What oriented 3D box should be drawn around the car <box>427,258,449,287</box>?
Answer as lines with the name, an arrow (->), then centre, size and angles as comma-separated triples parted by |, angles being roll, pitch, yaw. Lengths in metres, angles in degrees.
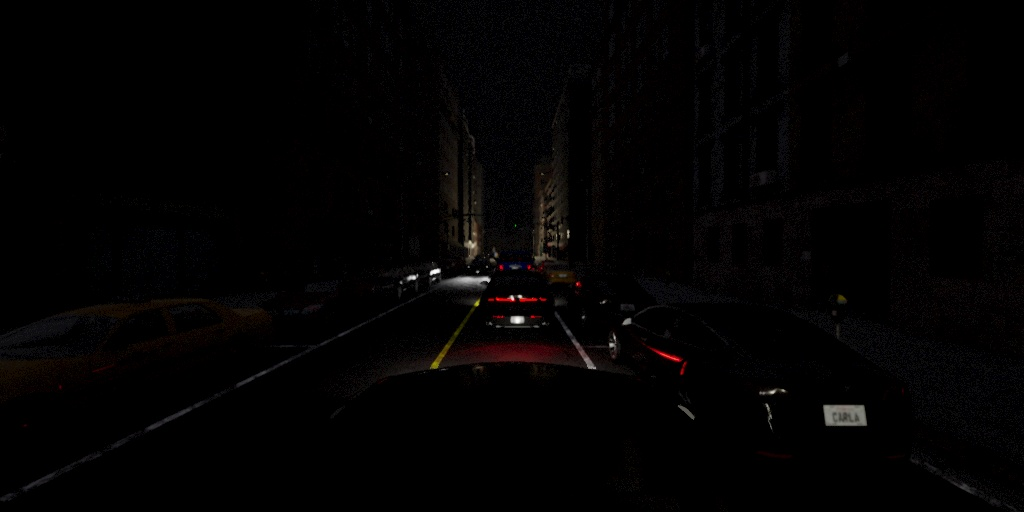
car -> -5.316, 0.993, 21.208 | 2.007, 1.370, 4.403 | 0, 0, 0

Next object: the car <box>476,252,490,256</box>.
car -> -5.175, 0.392, 58.492 | 2.007, 1.370, 4.403 | 0, 0, 0

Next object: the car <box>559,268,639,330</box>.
car -> 2.668, 1.182, 10.344 | 1.948, 1.339, 4.313 | 0, 0, 0

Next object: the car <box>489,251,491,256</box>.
car -> -5.155, 0.298, 63.946 | 1.888, 1.381, 4.507 | 0, 0, 0

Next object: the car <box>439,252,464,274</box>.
car -> -5.275, 0.583, 32.032 | 2.192, 1.841, 5.009 | 0, 0, 0

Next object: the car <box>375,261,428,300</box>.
car -> -5.336, 1.080, 15.796 | 2.007, 1.370, 4.403 | 0, 0, 0

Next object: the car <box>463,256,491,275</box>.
car -> -2.662, 0.897, 30.296 | 1.895, 1.301, 4.718 | 0, 1, 1

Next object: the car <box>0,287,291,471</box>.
car -> -5.378, 1.225, 4.801 | 1.751, 1.417, 4.829 | 0, 0, 0

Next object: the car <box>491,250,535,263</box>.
car -> 0.171, 0.677, 20.435 | 2.150, 2.045, 5.566 | 0, 1, 0

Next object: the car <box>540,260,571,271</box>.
car -> 2.710, 0.969, 21.339 | 1.751, 1.417, 4.829 | 0, 0, 0

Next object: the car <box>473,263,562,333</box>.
car -> 0.129, 1.121, 10.285 | 1.837, 1.490, 4.892 | 0, 1, 0

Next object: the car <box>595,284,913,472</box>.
car -> 2.648, 1.266, 4.932 | 1.948, 1.339, 4.313 | 0, 0, 0

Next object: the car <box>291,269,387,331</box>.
car -> -5.357, 1.197, 10.384 | 1.802, 1.307, 4.207 | 0, 0, 0
